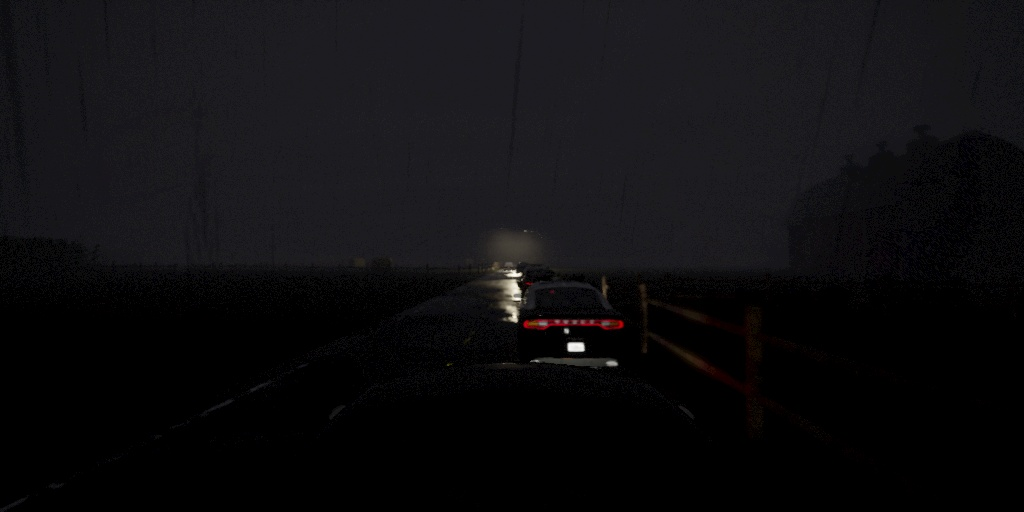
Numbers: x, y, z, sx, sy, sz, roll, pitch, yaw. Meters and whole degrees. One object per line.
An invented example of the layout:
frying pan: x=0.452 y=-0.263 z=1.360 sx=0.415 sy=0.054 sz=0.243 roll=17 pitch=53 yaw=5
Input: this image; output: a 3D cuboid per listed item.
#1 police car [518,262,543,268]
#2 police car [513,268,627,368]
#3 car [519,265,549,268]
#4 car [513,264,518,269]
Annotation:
police car: x=1.558 y=1.372 z=24.128 sx=1.930 sy=1.638 sz=5.238 roll=0 pitch=0 yaw=2
police car: x=1.068 y=1.228 z=8.136 sx=1.930 sy=1.638 sz=5.238 roll=0 pitch=-1 yaw=2
car: x=1.371 y=1.397 z=18.020 sx=1.837 sy=1.490 sz=4.892 roll=0 pitch=-1 yaw=2
car: x=1.539 y=1.645 z=48.508 sx=1.882 sy=1.535 sz=5.008 roll=0 pitch=-1 yaw=2
